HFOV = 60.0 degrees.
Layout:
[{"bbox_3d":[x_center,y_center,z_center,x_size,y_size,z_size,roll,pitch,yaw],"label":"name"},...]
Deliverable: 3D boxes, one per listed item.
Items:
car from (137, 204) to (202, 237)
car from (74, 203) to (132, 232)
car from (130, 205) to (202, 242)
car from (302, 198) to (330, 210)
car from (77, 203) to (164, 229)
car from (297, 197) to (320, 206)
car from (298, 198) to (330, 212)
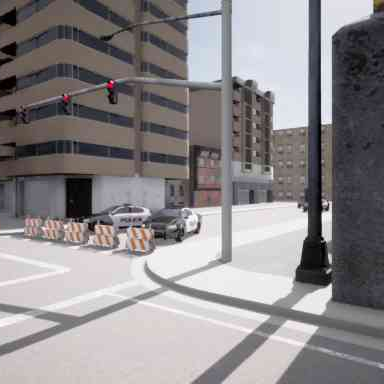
[{"bbox_3d":[-0.936,1.295,16.603,1.853,1.218,4.536,0,0,16],"label":"car"},{"bbox_3d":[-4.142,1.453,19.238,4.974,1.542,2.038,0,0,-29],"label":"car"},{"bbox_3d":[-0.949,1.453,16.553,2.038,1.542,4.974,0,0,16],"label":"car"},{"bbox_3d":[14.356,1.295,38.371,1.853,1.218,4.536,0,0,36],"label":"car"},{"bbox_3d":[-4.097,1.295,19.264,4.536,1.218,1.853,0,0,-29],"label":"car"},{"bbox_3d":[16.564,1.295,47.289,1.853,1.218,4.536,0,0,36],"label":"car"},{"bbox_3d":[14.326,1.453,38.329,2.038,1.542,4.974,0,0,36],"label":"car"}]
